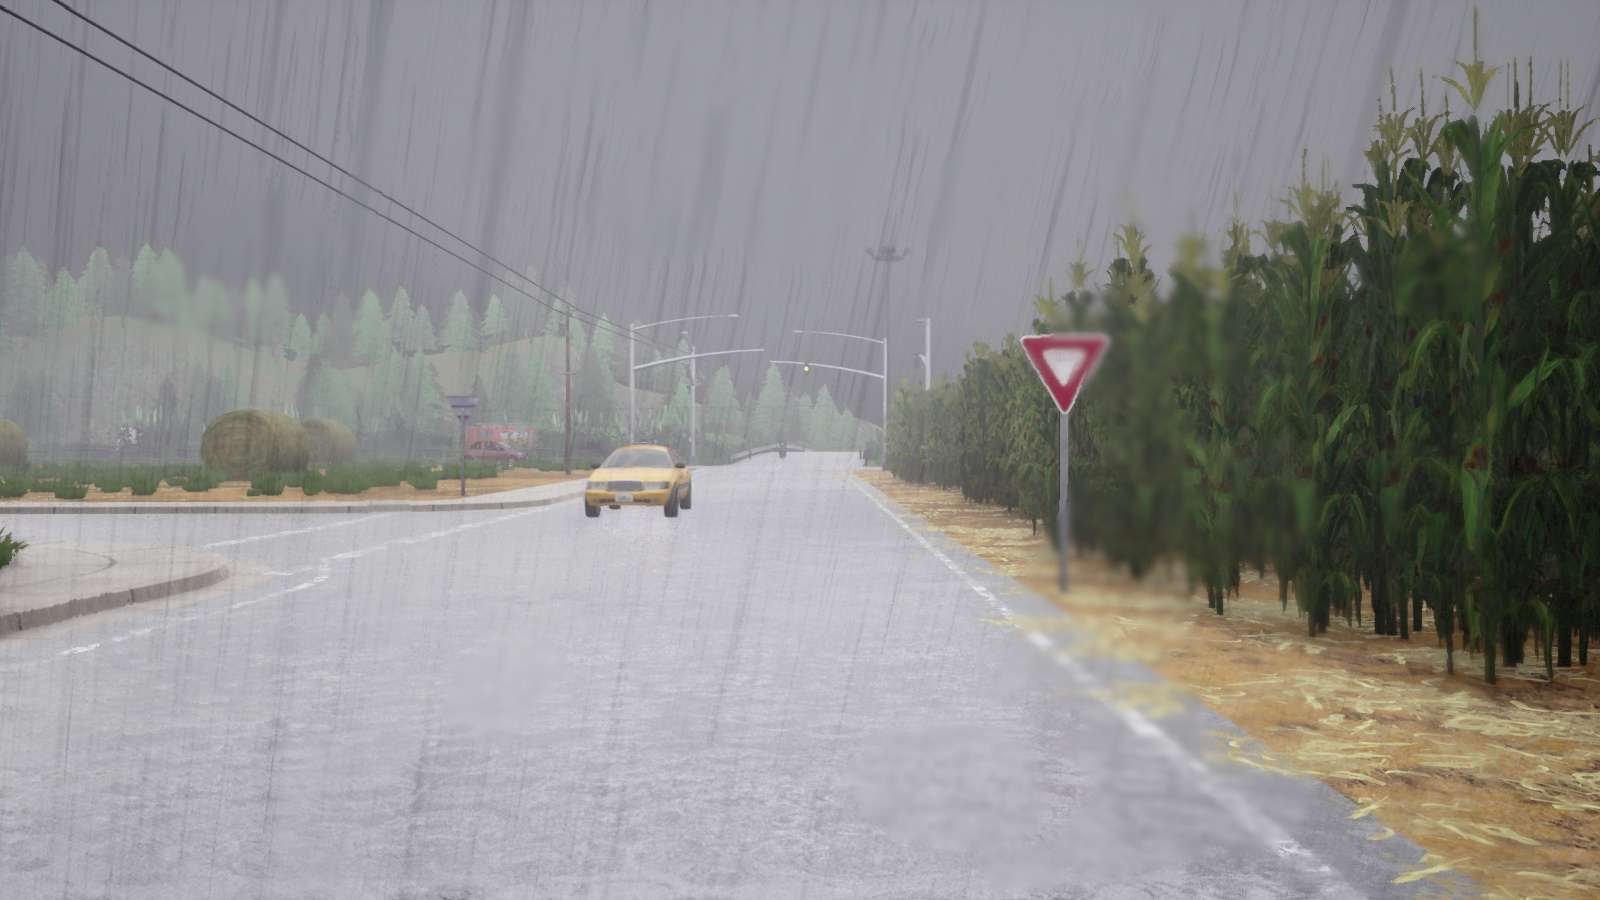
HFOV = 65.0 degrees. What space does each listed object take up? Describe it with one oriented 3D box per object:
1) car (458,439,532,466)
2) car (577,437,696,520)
[{"bbox_3d":[-18.478,0.165,76.190,3.988,1.617,1.851,0,0,3],"label":"car"},{"bbox_3d":[-3.340,0.532,26.685,1.801,1.575,5.366,0,0,0],"label":"car"}]
